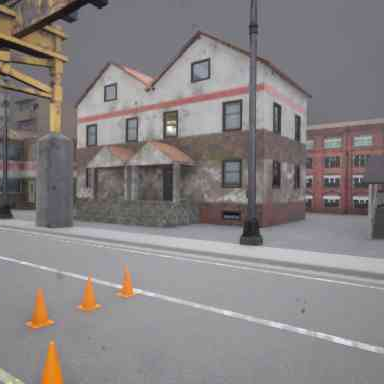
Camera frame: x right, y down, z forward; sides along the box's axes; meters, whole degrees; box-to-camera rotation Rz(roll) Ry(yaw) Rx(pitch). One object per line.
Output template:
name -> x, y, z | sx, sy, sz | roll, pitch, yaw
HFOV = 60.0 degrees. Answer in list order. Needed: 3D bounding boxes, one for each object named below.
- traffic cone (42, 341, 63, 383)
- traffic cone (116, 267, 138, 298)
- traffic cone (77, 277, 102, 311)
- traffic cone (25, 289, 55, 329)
traffic cone -> -1.546, 1.952, 3.673 | 0.340, 0.580, 0.340 | 0, 0, 36
traffic cone -> -1.413, 1.949, 7.276 | 0.340, 0.580, 0.340 | 0, 0, 36
traffic cone -> -1.998, 1.949, 6.465 | 0.340, 0.580, 0.340 | 0, 0, 36
traffic cone -> -2.583, 1.949, 5.654 | 0.340, 0.580, 0.340 | 0, 0, 36
